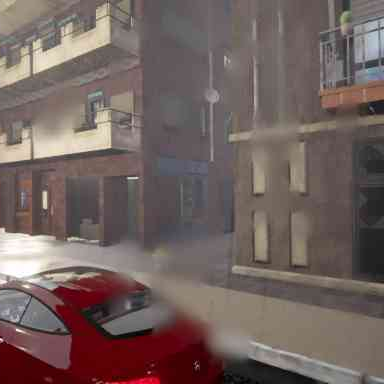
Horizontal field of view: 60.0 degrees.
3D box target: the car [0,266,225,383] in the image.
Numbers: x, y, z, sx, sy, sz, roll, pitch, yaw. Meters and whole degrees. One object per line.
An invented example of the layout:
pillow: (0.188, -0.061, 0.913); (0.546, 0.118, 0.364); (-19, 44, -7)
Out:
car: (-1.613, 1.583, 3.999); (4.206, 1.307, 1.802); (0, -1, 36)
